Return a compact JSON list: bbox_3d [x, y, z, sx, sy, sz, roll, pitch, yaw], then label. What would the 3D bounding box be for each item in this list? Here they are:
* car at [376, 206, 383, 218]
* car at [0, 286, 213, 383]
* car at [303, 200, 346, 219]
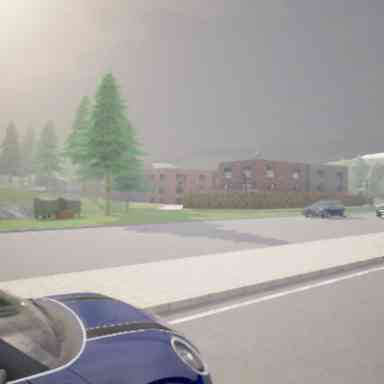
[{"bbox_3d":[19.621,1.735,32.059,4.902,1.511,2.128,1,0,-35],"label":"car"},{"bbox_3d":[-1.997,1.349,2.301,4.553,1.767,2.097,0,0,-36],"label":"car"},{"bbox_3d":[12.489,1.550,31.306,4.553,1.767,2.097,1,0,-35],"label":"car"}]
